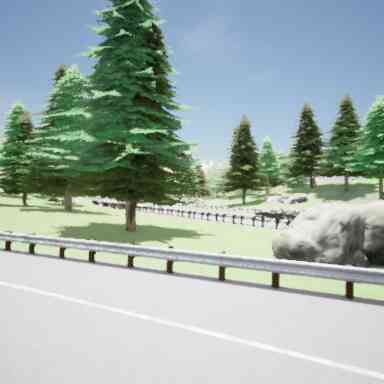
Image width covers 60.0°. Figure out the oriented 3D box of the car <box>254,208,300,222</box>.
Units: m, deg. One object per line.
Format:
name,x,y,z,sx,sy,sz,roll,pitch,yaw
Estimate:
car,7.384,1.956,28.012,1.895,1.301,4.718,1,-1,-31
